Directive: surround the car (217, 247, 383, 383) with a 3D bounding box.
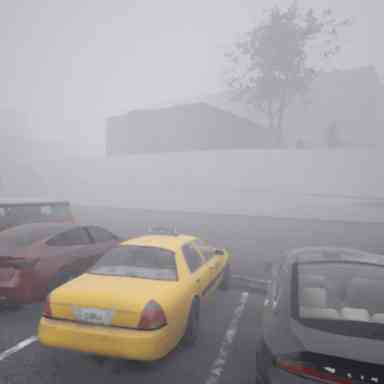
[{"bbox_3d":[1.909,1.481,4.428,2.231,1.521,4.892,1,0,15],"label":"car"}]

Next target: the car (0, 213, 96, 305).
[{"bbox_3d":[-2.938,1.440,7.925,2.163,1.488,4.792,1,0,15],"label":"car"}]

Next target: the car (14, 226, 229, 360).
[{"bbox_3d":[-0.467,1.443,6.344,1.946,1.575,5.366,1,0,15],"label":"car"}]

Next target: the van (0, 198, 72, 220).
[{"bbox_3d":[-5.395,1.150,9.516,1.878,1.987,4.442,1,0,16],"label":"van"}]
